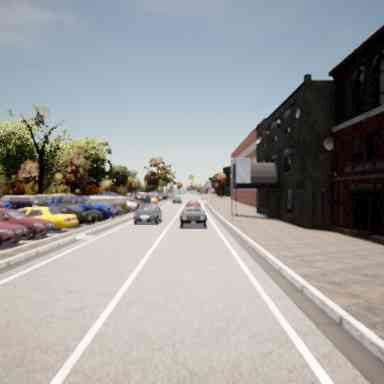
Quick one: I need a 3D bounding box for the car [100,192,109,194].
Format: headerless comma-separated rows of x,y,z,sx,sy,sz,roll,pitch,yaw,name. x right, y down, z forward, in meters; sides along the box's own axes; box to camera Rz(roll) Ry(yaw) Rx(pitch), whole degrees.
-21.650,1.445,73.313,5.008,1.535,2.097,0,1,0,car

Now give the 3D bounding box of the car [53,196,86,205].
-21.734,1.563,59.072,5.008,1.535,2.097,0,0,0,car

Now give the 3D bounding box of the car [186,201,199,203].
0.169,1.762,41.496,1.994,1.385,4.181,0,0,0,car

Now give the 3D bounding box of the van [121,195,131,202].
-9.395,1.492,36.452,4.442,1.987,1.878,0,0,0,van

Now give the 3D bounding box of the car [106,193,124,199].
-21.494,1.134,93.085,4.553,1.767,2.185,0,0,0,car

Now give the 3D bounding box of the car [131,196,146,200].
-9.229,1.678,45.068,5.008,1.535,2.097,0,0,0,car

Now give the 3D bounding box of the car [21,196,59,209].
-21.760,1.531,47.777,4.553,1.767,2.185,0,0,0,car

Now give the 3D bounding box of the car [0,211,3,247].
-9.440,1.514,11.139,4.792,1.488,2.163,0,-1,0,car

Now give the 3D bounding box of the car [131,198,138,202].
-9.266,1.761,39.409,4.674,1.452,2.002,0,0,0,car

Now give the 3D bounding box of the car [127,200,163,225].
-3.342,1.664,25.857,2.128,1.511,4.902,0,0,0,car

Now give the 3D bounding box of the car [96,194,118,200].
-21.607,1.350,84.607,4.892,1.521,2.231,0,1,0,car

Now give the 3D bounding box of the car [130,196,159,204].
-9.316,1.512,64.849,5.366,1.575,1.946,0,0,0,car

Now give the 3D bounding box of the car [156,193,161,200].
-8.960,1.535,62.021,5.366,1.575,1.946,0,0,0,car

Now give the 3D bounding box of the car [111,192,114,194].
-21.622,1.400,78.961,4.892,1.521,2.231,0,1,0,car

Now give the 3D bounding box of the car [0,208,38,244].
-9.399,1.551,13.966,4.674,1.452,2.002,0,-1,0,car

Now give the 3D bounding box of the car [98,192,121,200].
-21.559,1.072,87.305,5.566,2.045,2.435,0,1,0,car

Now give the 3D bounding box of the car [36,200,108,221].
-9.343,1.617,25.268,5.008,1.535,2.097,0,-1,0,car

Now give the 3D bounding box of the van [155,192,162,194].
-9.218,1.242,70.497,4.442,1.987,1.878,0,0,0,van

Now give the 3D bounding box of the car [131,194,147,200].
-9.251,1.529,47.893,4.553,1.767,2.185,0,0,0,car

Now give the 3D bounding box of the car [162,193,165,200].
-9.057,1.474,73.324,4.792,1.488,2.163,0,0,0,car

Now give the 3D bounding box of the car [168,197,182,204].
-2.987,1.604,66.339,2.033,1.411,5.357,0,0,1,car

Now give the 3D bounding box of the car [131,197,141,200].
-9.246,1.742,42.243,4.674,1.452,2.002,0,0,0,car

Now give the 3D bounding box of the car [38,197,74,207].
-21.765,1.610,53.549,4.892,1.521,2.231,0,0,0,car

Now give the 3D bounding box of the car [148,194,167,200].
-9.010,1.361,87.454,4.674,1.452,2.002,0,1,0,car

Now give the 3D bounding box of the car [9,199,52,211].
-21.837,1.709,45.081,4.792,1.488,2.163,0,1,0,car

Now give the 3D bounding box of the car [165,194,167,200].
-9.054,1.437,78.976,4.674,1.452,2.002,0,0,0,car

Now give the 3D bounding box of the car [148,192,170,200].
-8.970,1.043,90.276,5.566,2.045,2.435,0,1,0,car

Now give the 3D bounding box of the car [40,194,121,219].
-9.294,1.392,28.096,5.566,2.045,2.435,0,-1,0,car

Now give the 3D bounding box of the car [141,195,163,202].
-9.075,1.461,76.150,4.674,1.452,2.002,0,0,0,car

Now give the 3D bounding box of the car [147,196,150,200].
-9.207,1.672,50.720,4.674,1.452,2.002,0,0,0,car

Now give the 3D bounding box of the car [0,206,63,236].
-9.384,1.578,16.791,4.674,1.452,2.002,0,-1,0,car

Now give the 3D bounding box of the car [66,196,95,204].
-21.695,1.517,64.718,5.008,1.535,2.097,0,0,0,car

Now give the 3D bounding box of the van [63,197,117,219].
-9.425,1.444,30.922,4.442,1.987,1.878,0,-1,0,van

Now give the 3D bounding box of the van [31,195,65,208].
-21.892,1.407,50.723,4.442,1.987,1.878,0,1,0,van

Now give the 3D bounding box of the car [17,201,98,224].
-9.347,1.590,22.443,5.008,1.535,2.097,0,-1,0,car

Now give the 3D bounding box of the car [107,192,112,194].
-21.635,1.422,76.137,5.008,1.535,2.097,0,0,0,car

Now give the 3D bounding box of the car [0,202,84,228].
-9.552,1.561,19.618,5.366,1.575,1.946,0,-1,0,car

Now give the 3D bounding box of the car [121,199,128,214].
-9.296,1.736,33.744,4.674,1.452,2.002,0,-1,0,car

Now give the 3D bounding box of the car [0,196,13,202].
-21.842,1.443,33.640,5.566,2.045,2.435,0,-1,0,car

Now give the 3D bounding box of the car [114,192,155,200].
-9.218,1.357,53.543,5.566,2.045,2.435,0,0,0,car

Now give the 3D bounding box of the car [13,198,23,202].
-21.849,1.718,36.473,5.008,1.535,2.097,0,-1,0,car

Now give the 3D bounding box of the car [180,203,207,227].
0.102,1.766,24.427,1.895,1.301,4.718,0,0,0,car

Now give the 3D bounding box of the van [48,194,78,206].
-21.859,1.360,56.373,4.442,1.987,1.878,0,0,0,van

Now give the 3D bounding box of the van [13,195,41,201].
-21.703,1.477,42.251,4.442,1.987,1.878,0,0,0,van

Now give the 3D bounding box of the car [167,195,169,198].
-9.022,1.348,84.626,5.008,1.535,2.097,0,1,0,car
